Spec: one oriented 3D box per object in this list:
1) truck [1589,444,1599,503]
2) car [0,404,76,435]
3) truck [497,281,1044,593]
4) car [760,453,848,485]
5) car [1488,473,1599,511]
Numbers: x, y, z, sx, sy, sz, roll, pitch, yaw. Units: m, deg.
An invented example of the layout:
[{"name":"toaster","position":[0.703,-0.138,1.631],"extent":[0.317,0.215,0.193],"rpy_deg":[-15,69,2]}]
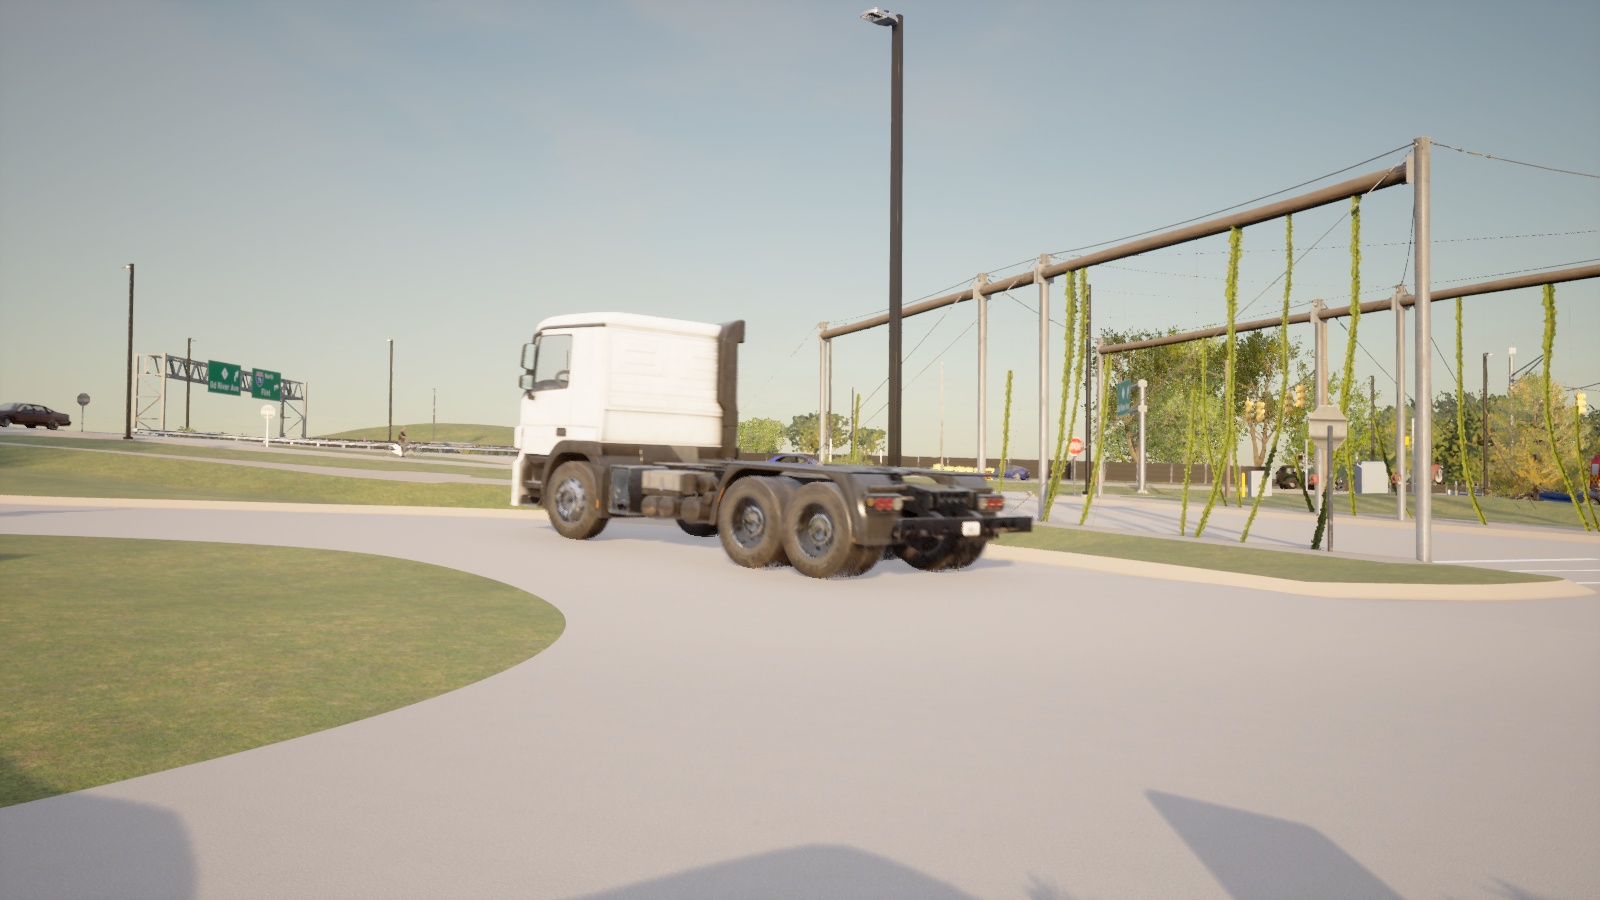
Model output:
[{"name":"truck","position":[53.399,1.515,78.805],"extent":[2.891,3.827,8.468],"rpy_deg":[1,-1,4]},{"name":"car","position":[-42.859,-1.722,68.905],"extent":[2.033,1.411,5.357],"rpy_deg":[4,-1,18]},{"name":"truck","position":[-0.813,-0.276,17.750],"extent":[7.936,3.462,2.891],"rpy_deg":[3,1,45]},{"name":"car","position":[0.222,1.006,65.200],"extent":[4.193,1.474,1.816],"rpy_deg":[2,-1,12]},{"name":"car","position":[36.795,2.068,61.675],"extent":[4.856,1.649,2.033],"rpy_deg":[2,-1,4]}]
